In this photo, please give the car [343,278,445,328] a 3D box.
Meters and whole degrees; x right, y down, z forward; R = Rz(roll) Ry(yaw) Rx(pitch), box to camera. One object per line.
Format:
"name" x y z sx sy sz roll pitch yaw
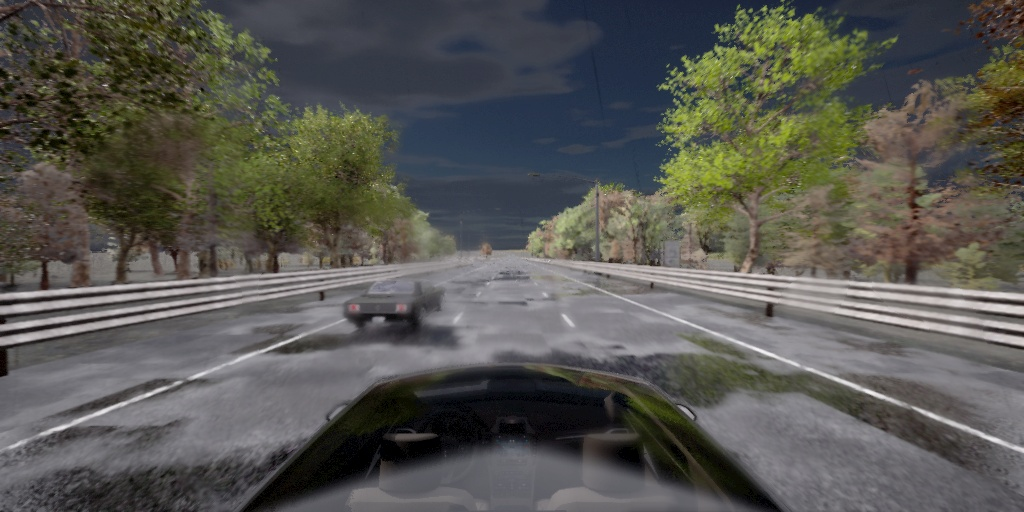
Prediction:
"car" -3.404 1.358 11.409 1.895 1.301 4.718 0 0 0
